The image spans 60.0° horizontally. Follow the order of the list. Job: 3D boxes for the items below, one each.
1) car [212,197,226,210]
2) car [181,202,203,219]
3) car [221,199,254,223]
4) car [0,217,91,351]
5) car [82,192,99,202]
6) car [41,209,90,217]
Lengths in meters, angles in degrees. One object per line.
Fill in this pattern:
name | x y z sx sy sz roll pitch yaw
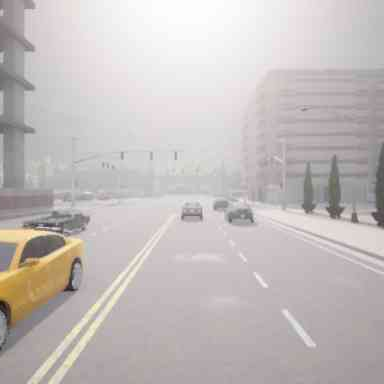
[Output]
car | 3.584 1.457 41.659 1.837 1.490 4.892 0 0 0
car | -0.001 1.535 28.717 2.033 1.411 5.357 0 0 0
car | 3.559 1.515 25.589 1.812 1.442 4.674 0 0 0
car | -3.553 1.475 6.100 1.882 1.535 5.008 0 0 0
car | -26.713 1.358 87.700 1.970 1.475 3.806 0 0 0
car | -7.034 1.593 17.754 1.895 1.301 4.718 0 0 1
